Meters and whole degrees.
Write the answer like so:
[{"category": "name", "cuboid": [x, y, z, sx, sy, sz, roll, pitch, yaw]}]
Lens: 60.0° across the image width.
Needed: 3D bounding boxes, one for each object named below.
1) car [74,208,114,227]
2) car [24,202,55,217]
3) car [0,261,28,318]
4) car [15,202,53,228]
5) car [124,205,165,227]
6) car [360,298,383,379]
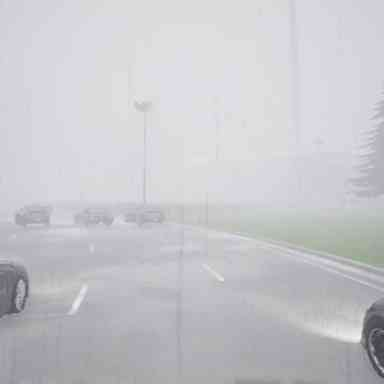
[{"category": "car", "cuboid": [-7.601, 1.879, 25.328, 1.895, 1.301, 4.718, 0, -1, -32]}, {"category": "car", "cuboid": [-17.106, 1.896, 37.165, 1.882, 1.535, 5.008, 0, -1, -40]}, {"category": "car", "cuboid": [-4.002, 1.561, 4.812, 1.837, 1.490, 4.892, 1, -1, -7]}, {"category": "car", "cuboid": [-12.121, 1.777, 25.131, 2.128, 1.511, 4.902, 0, -1, -35]}, {"category": "car", "cuboid": [-3.797, 1.768, 25.719, 2.128, 1.511, 4.902, 0, -1, -30]}, {"category": "car", "cuboid": [3.379, 1.589, 2.886, 1.994, 1.385, 4.181, 0, -1, -3]}]
